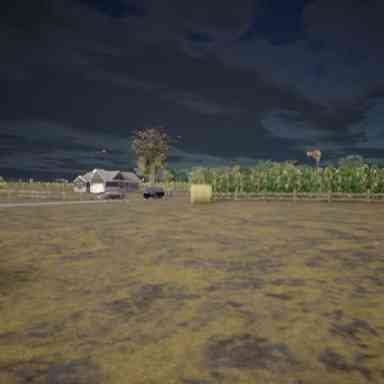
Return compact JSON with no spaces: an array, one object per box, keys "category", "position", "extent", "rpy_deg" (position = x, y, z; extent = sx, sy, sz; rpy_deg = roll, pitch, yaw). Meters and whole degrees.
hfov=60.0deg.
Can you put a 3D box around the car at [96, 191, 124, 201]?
[{"category":"car","position":[-12.578,0.595,51.538],"extent":[1.812,1.442,4.674],"rpy_deg":[-1,0,36]}]

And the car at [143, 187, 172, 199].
[{"category":"car","position":[-5.761,0.183,56.120],"extent":[2.150,2.045,5.566],"rpy_deg":[-1,0,37]}]
